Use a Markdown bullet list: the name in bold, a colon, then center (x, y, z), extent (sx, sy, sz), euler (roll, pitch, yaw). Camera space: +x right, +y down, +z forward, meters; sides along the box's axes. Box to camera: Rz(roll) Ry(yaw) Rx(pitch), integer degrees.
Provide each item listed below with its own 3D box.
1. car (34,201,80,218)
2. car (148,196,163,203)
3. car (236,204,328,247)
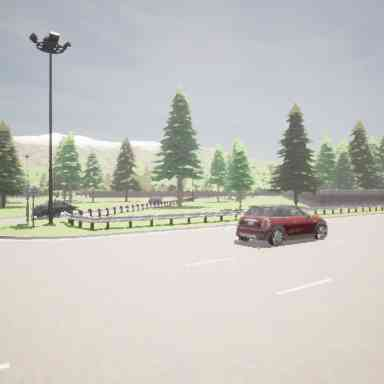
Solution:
- **car**: center (-11.987, 1.526, 29.830), extent (1.812, 1.442, 4.674), euler (0, 0, 17)
- **car**: center (-6.536, 1.492, 59.929), extent (2.128, 1.511, 4.902), euler (0, 0, 6)
- **car**: center (4.215, 1.351, 15.327), extent (4.553, 1.767, 2.097), euler (0, 0, -35)
